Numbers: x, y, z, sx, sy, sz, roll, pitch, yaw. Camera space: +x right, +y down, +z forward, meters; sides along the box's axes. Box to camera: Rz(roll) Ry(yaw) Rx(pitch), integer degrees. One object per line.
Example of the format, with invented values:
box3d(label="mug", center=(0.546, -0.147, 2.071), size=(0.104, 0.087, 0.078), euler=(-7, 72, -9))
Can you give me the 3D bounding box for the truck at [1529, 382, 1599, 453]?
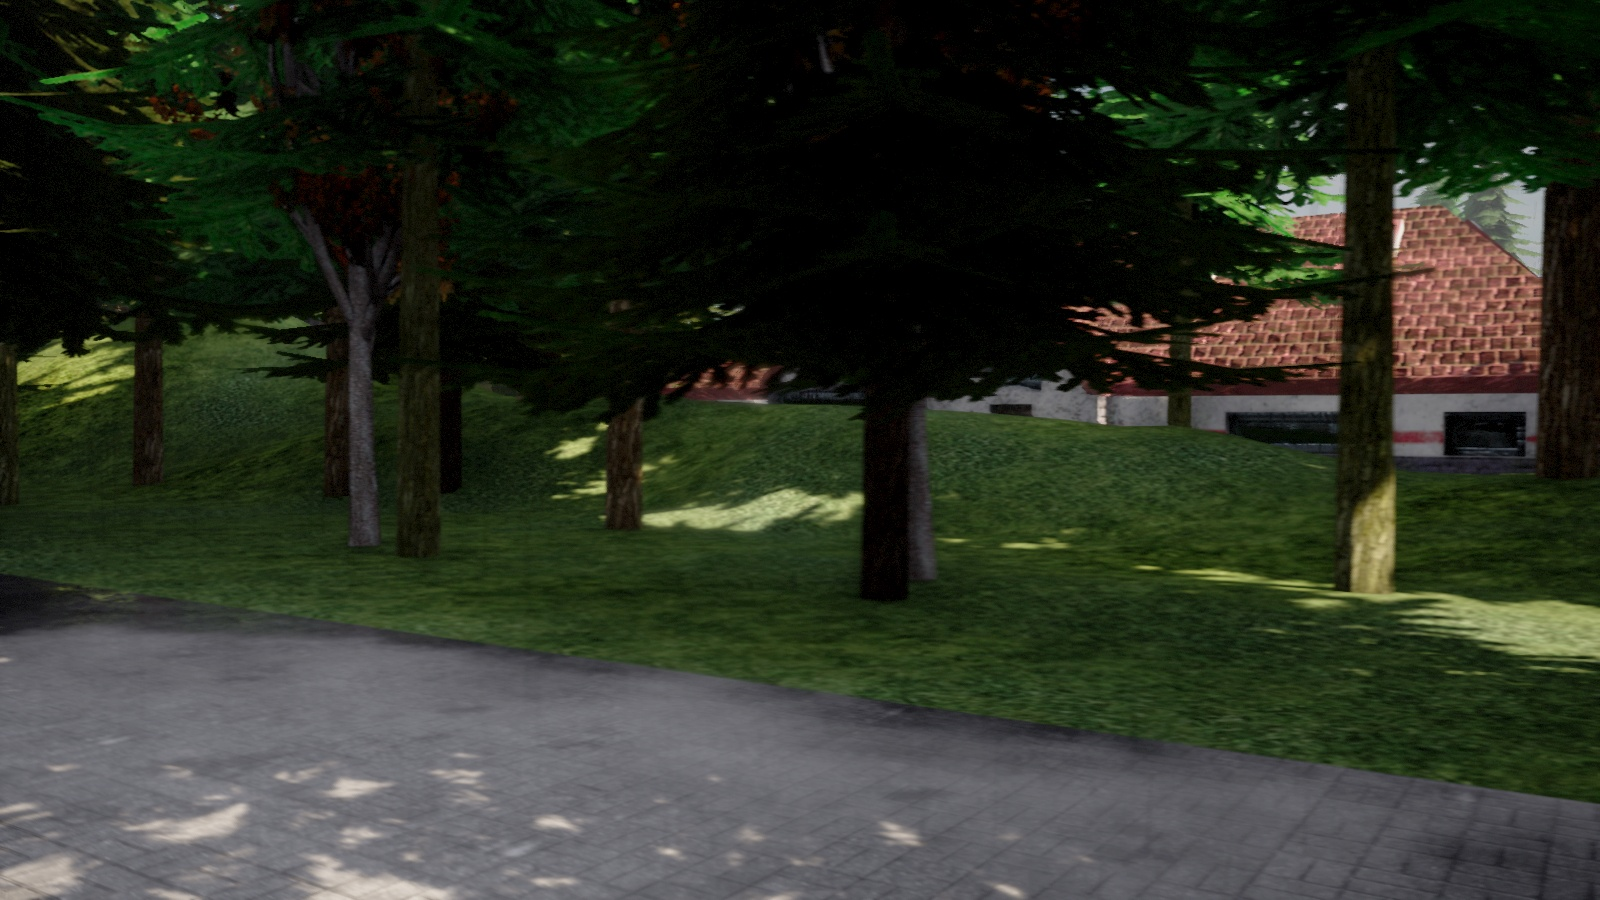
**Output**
box3d(label="truck", center=(44.684, -1.773, 68.355), size=(8.468, 3.827, 2.891), euler=(0, 1, 34))
